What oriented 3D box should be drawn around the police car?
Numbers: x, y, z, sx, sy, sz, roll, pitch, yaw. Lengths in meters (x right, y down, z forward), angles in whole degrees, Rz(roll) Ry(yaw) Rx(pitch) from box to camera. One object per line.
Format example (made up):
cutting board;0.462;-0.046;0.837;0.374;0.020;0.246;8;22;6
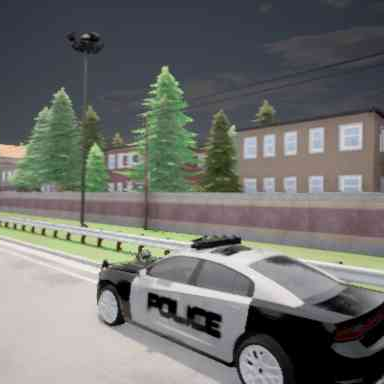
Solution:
police car;0.269;1.539;5.435;5.238;1.638;1.930;0;-1;43
